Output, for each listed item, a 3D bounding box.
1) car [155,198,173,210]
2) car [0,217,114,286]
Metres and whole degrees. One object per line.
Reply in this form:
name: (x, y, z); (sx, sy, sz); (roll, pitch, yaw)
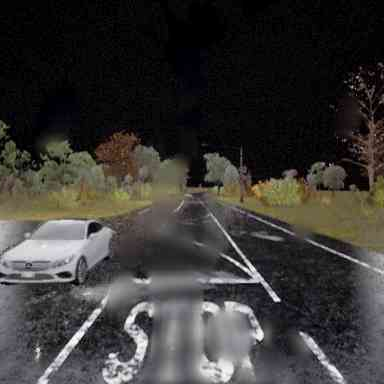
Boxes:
car: (-3.445, 1.428, 40.911); (1.895, 1.301, 4.718); (0, 0, 0)
car: (-3.504, 1.490, 9.444); (1.812, 1.442, 4.674); (0, 0, 0)
